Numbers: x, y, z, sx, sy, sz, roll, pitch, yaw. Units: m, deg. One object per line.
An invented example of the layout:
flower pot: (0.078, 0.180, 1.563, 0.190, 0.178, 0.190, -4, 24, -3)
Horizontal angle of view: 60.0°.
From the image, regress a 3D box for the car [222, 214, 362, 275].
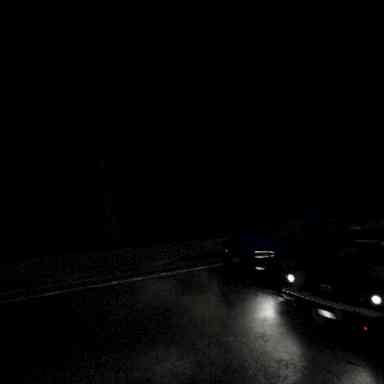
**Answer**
car: (3.142, 1.445, 9.918, 5.008, 1.535, 1.882, 0, 0, -35)

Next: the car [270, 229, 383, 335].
car: (3.886, 1.574, 6.456, 4.718, 1.301, 1.895, 0, 0, -35)
